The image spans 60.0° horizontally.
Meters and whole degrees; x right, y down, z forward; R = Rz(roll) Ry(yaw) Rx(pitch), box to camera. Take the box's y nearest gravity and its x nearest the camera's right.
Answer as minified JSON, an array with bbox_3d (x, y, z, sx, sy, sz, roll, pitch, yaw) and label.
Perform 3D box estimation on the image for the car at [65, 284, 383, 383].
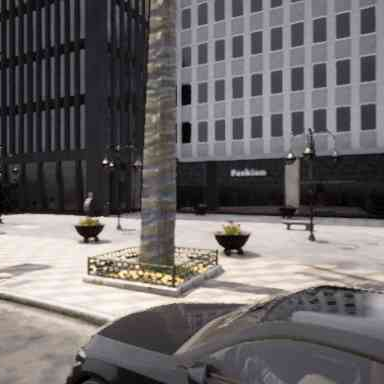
[{"bbox_3d":[0.999,1.524,2.593,4.674,1.442,1.812,0,0,35],"label":"car"}]
